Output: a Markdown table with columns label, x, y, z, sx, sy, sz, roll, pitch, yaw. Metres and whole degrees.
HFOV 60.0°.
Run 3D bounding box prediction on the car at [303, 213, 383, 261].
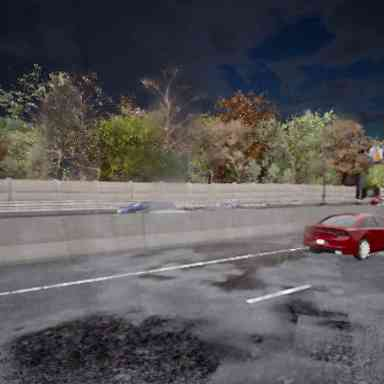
| label | x | y | z | sx | sy | sz | roll | pitch | yaw |
| --- | --- | --- | --- | --- | --- | --- | --- | --- | --- |
| car | 6.297 | 1.518 | 12.533 | 5.008 | 1.535 | 1.882 | 0 | 0 | -36 |

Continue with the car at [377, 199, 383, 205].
| label | x | y | z | sx | sy | sz | roll | pitch | yaw |
| --- | --- | --- | --- | --- | --- | --- | --- | --- | --- |
| car | 31.599 | 1.561 | 52.237 | 4.553 | 1.767 | 2.097 | 0 | 0 | -35 |

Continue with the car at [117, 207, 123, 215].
| label | x | y | z | sx | sy | sz | roll | pitch | yaw |
| --- | --- | --- | --- | --- | --- | --- | --- | --- | --- |
| car | -4.590 | 1.572 | 30.804 | 4.674 | 1.442 | 1.812 | 0 | 0 | -36 |

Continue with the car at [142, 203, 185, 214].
| label | x | y | z | sx | sy | sz | roll | pitch | yaw |
| --- | --- | --- | --- | --- | --- | --- | --- | --- | --- |
| car | -0.986 | 1.645 | 24.781 | 4.718 | 1.301 | 1.895 | 0 | 0 | -35 |

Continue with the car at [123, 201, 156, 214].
| label | x | y | z | sx | sy | sz | roll | pitch | yaw |
| --- | --- | --- | --- | --- | --- | --- | --- | --- | --- |
| car | -2.641 | 1.594 | 27.902 | 5.357 | 1.411 | 2.033 | 0 | 0 | -35 |

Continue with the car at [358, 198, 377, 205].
| label | x | y | z | sx | sy | sz | roll | pitch | yaw |
| --- | --- | --- | --- | --- | --- | --- | --- | --- | --- |
| car | 29.342 | 1.685 | 54.920 | 5.008 | 1.535 | 1.882 | 0 | 0 | -35 |

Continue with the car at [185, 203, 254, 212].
| label | x | y | z | sx | sy | sz | roll | pitch | yaw |
| --- | --- | --- | --- | --- | --- | --- | --- | --- | --- |
| car | 2.286 | 1.541 | 22.817 | 4.902 | 1.511 | 2.128 | 0 | 0 | -35 |
